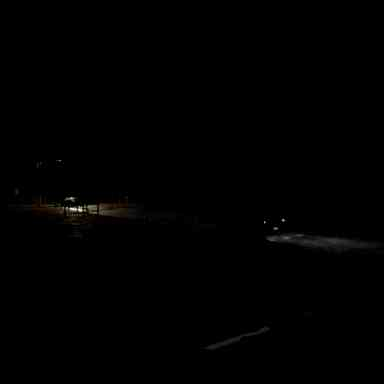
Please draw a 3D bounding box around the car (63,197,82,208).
[{"bbox_3d":[-18.398,1.601,51.112,2.128,1.511,4.902,-2,1,-35],"label":"car"}]

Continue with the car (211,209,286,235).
[{"bbox_3d":[3.291,1.688,19.942,1.895,1.301,4.718,-2,1,-35],"label":"car"}]
